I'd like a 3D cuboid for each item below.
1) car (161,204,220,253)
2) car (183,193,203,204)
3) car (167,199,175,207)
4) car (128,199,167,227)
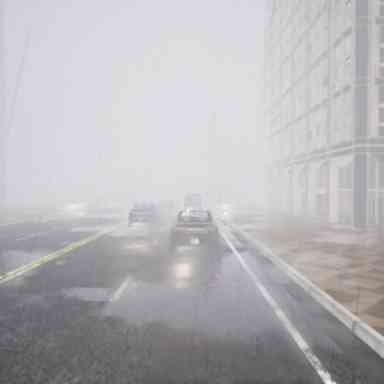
[{"bbox_3d":[0.102,1.479,13.710,2.128,1.511,4.902,0,0,0],"label":"car"},{"bbox_3d":[0.108,1.169,41.133,2.150,2.045,5.566,0,0,0],"label":"car"},{"bbox_3d":[-3.142,1.547,41.995,1.895,1.301,4.718,0,0,0],"label":"car"},{"bbox_3d":[-3.146,1.469,22.892,2.128,1.511,4.902,0,0,0],"label":"car"}]
